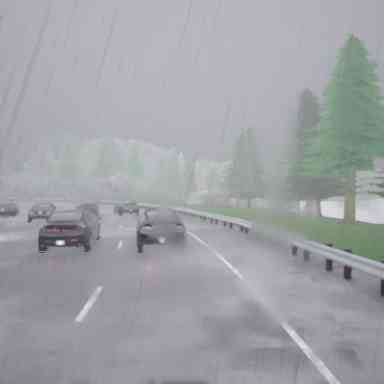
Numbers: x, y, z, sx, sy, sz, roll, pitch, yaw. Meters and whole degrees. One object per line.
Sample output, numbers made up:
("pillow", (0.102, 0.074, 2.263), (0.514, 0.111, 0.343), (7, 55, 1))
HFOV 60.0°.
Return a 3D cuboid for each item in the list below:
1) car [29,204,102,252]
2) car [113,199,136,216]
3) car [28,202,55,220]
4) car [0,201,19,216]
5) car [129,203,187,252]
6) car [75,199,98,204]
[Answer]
("car", (-4.937, 1.483, 13.844), (1.837, 1.490, 4.892), (0, 0, -10))
("car", (-6.265, 1.416, 31.520), (2.128, 1.511, 4.902), (0, 0, -21))
("car", (-11.566, 1.516, 25.987), (2.033, 1.411, 5.357), (0, 0, -19))
("car", (-17.473, 1.542, 31.252), (1.994, 1.385, 4.181), (0, 0, -24))
("car", (-1.386, 1.452, 13.826), (2.128, 1.511, 4.902), (0, 0, -9))
("car", (-9.932, 1.447, 31.365), (1.837, 1.490, 4.892), (0, 0, -21))
